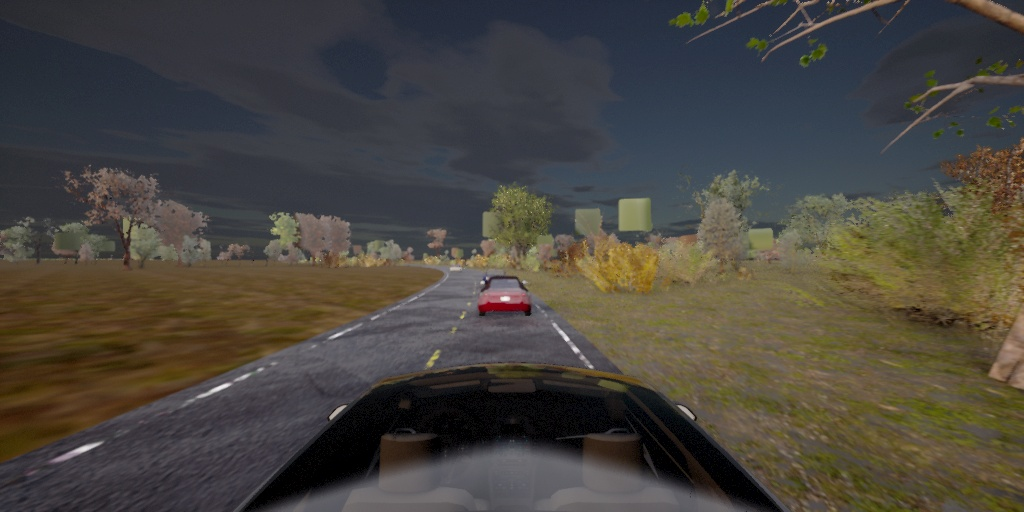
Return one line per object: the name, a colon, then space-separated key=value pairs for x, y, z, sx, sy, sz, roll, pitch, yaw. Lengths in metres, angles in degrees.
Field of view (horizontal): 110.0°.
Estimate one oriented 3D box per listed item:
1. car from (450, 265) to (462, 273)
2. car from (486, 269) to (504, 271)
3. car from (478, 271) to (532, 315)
car: x=-9.167 y=2.079 z=58.805 sx=1.895 sy=1.301 sz=4.718 roll=0 pitch=-1 yaw=-11
car: x=-1.384 y=1.698 z=28.643 sx=1.895 sy=1.301 sz=4.718 roll=0 pitch=-1 yaw=-5
car: x=-0.324 y=1.478 z=14.422 sx=1.994 sy=1.385 sz=4.181 roll=0 pitch=-1 yaw=-3
